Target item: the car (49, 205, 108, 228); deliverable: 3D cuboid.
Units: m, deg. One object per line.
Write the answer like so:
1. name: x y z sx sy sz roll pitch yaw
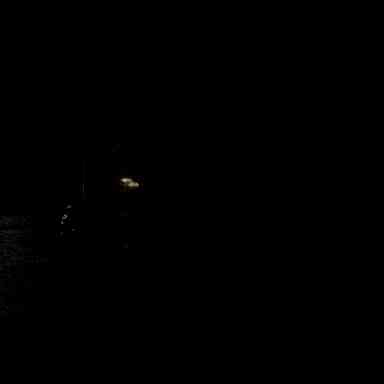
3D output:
1. car: -8.992 1.858 26.572 2.097 1.767 4.553 -1 -1 35
